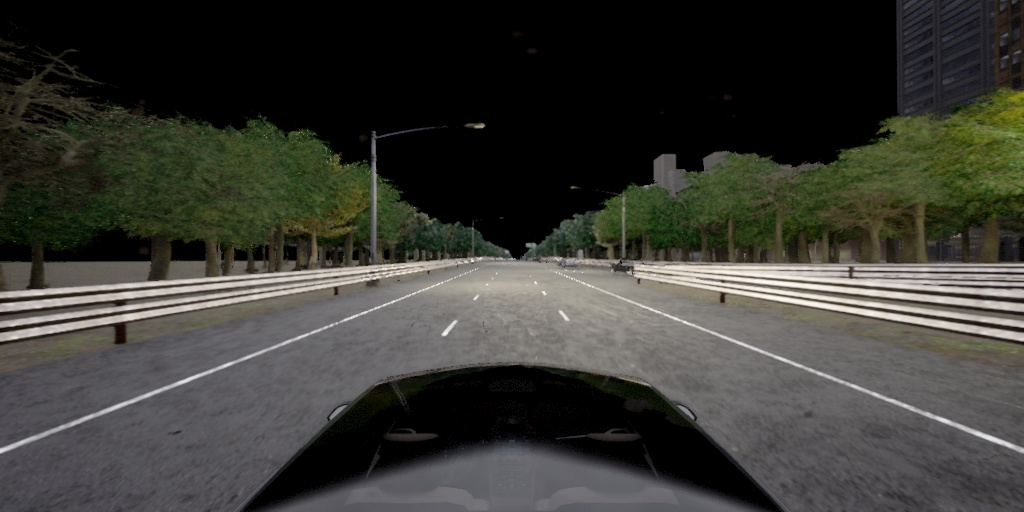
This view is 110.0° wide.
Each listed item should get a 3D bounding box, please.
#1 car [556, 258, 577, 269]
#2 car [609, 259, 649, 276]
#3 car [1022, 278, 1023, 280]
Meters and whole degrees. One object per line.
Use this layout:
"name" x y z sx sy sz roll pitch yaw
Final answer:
"car" 8.101 1.054 53.320 2.033 1.411 5.357 0 0 -9
"car" 11.898 1.095 36.628 1.837 1.490 4.892 0 0 -18
"car" 22.715 0.844 13.131 1.812 1.442 4.674 0 -1 -33
